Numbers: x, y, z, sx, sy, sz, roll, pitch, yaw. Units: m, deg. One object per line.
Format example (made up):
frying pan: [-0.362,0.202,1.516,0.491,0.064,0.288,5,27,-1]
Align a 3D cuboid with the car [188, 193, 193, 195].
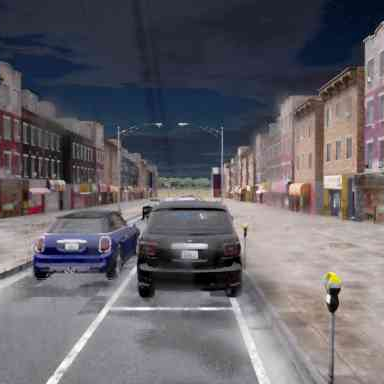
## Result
car: [-0.402,1.302,36.607,2.192,1.841,5.009,-1,0,0]

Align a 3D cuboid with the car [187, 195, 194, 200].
car: [-0.394,1.543,91.932,1.947,1.339,4.313,-1,0,0]

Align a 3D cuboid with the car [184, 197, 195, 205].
car: [-0.395,1.563,58.737,1.802,1.307,4.206,-1,0,0]

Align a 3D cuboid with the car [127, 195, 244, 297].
car: [-0.039,1.225,8.682,2.150,2.045,5.566,0,0,0]

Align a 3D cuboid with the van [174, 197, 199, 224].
van: [-0.402,1.332,25.542,1.690,1.788,3.998,-1,0,0]

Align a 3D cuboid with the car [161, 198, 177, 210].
car: [-2.919,1.511,43.660,1.812,1.442,4.674,0,0,0]

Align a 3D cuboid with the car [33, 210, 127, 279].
car: [-2.922,1.348,10.210,2.097,1.767,4.553,0,0,0]

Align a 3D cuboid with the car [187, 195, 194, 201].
car: [-0.394,1.543,86.399,1.947,1.339,4.313,-1,0,0]

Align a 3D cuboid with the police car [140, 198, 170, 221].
police car: [-3.019,1.415,28.219,1.930,1.638,5.238,0,0,0]
